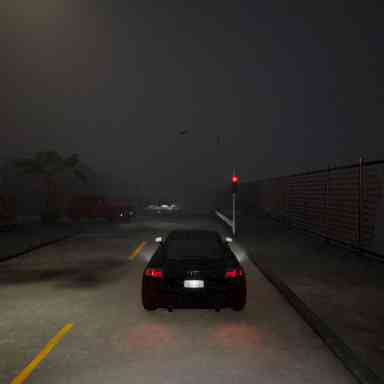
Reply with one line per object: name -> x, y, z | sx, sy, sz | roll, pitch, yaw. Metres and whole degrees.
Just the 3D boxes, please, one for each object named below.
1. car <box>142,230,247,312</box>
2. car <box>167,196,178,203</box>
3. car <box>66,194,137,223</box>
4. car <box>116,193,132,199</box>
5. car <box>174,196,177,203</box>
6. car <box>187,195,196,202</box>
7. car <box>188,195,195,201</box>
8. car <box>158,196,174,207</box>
car -> 0.044, 1.564, 7.785 | 1.994, 1.385, 4.181 | 0, 0, 0
car -> -4.182, 1.540, 71.390 | 2.033, 1.411, 5.357 | 0, 0, 0
car -> -6.942, 1.224, 25.279 | 5.566, 2.045, 2.150 | 0, -1, 23
car -> -17.497, 1.134, 85.753 | 3.633, 1.501, 1.845 | 0, 0, 0
car -> -4.220, 1.492, 61.082 | 2.128, 1.511, 4.902 | 0, 0, 0
car -> -0.192, 1.524, 75.515 | 1.812, 1.442, 4.674 | 0, 0, 0
car -> -0.220, 1.524, 85.755 | 1.812, 1.442, 4.674 | 0, 0, 0
car -> -4.224, 1.478, 51.816 | 1.882, 1.535, 5.008 | 0, 0, 0
